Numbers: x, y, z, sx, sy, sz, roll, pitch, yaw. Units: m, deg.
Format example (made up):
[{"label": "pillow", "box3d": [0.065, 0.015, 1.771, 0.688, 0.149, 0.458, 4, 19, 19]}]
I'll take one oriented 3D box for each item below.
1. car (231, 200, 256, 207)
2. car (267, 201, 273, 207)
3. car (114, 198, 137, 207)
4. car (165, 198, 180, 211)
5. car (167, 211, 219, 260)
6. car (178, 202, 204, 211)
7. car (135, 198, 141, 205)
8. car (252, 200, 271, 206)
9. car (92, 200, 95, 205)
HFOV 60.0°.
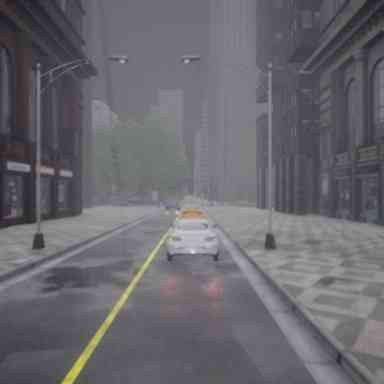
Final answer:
[{"label": "car", "box3d": [11.746, 2.648, 73.461, 4.829, 1.417, 1.752, 0, 0, 0]}, {"label": "car", "box3d": [17.088, 2.680, 73.434, 4.403, 1.369, 2.008, 0, 0, 0]}, {"label": "car", "box3d": [-15.089, 2.666, 73.601, 4.313, 1.339, 1.947, 0, 0, 0]}, {"label": "car", "box3d": [-3.084, 1.946, 53.739, 2.150, 2.045, 5.566, 0, -1, 0]}, {"label": "car", "box3d": [0.045, 1.689, 12.995, 1.812, 1.442, 4.674, 0, 0, 1]}, {"label": "car", "box3d": [0.047, 1.843, 28.586, 1.882, 1.535, 5.008, 0, 0, 1]}, {"label": "car", "box3d": [-15.054, 2.387, 82.125, 5.009, 1.841, 2.192, 0, 0, 0]}, {"label": "car", "box3d": [17.124, 2.667, 81.959, 4.313, 1.339, 1.947, 0, 0, 0]}, {"label": "car", "box3d": [-25.966, 2.636, 82.183, 4.313, 1.339, 1.947, 0, 0, 0]}]
